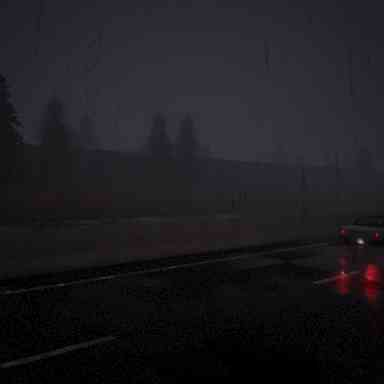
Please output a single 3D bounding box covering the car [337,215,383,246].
[{"bbox_3d":[8.293,1.617,14.084,4.718,1.301,1.895,0,0,-35],"label":"car"}]
